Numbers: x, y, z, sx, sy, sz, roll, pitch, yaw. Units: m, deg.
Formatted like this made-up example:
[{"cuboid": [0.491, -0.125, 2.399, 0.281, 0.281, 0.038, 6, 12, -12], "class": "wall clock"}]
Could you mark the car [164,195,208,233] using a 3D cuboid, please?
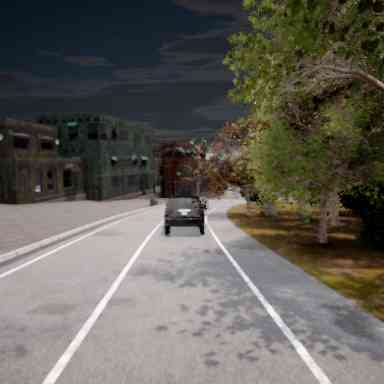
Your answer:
[{"cuboid": [-0.392, 1.172, 19.473, 2.150, 2.045, 5.566, 0, 0, 0], "class": "car"}]
